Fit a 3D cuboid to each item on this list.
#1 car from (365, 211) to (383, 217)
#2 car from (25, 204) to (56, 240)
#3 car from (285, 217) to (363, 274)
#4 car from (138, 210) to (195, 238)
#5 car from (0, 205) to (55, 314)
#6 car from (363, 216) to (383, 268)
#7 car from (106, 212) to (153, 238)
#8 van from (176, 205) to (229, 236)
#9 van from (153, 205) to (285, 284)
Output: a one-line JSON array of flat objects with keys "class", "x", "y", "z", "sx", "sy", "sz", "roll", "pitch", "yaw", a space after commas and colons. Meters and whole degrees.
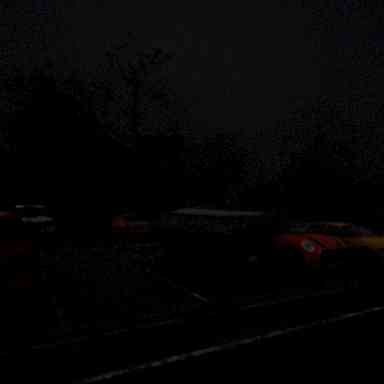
[{"class": "car", "x": 18.854, "y": 2.899, "z": 34.329, "sx": 2.002, "sy": 1.452, "sz": 4.674, "roll": 3, "pitch": -3, "yaw": -28}, {"class": "car", "x": -9.228, "y": 1.747, "z": 19.092, "sx": 2.435, "sy": 2.045, "sz": 5.566, "roll": 1, "pitch": -2, "yaw": -29}, {"class": "car", "x": 3.287, "y": 1.691, "z": 11.998, "sx": 2.185, "sy": 1.767, "sz": 4.553, "roll": 1, "pitch": -2, "yaw": -29}, {"class": "car", "x": -1.969, "y": 2.140, "z": 23.272, "sx": 1.946, "sy": 1.575, "sz": 5.366, "roll": 1, "pitch": -2, "yaw": -28}, {"class": "car", "x": -4.817, "y": 1.424, "z": 7.587, "sx": 2.435, "sy": 2.045, "sz": 5.566, "roll": 1, "pitch": -2, "yaw": -29}, {"class": "car", "x": 5.952, "y": 1.871, "z": 13.197, "sx": 1.946, "sy": 1.575, "sz": 5.366, "roll": 1, "pitch": -2, "yaw": -28}, {"class": "car", "x": -4.307, "y": 2.089, "z": 22.002, "sx": 1.946, "sy": 1.575, "sz": 5.366, "roll": 1, "pitch": -2, "yaw": -29}, {"class": "van", "x": 0.632, "y": 1.970, "z": 24.347, "sx": 1.878, "sy": 1.987, "sz": 4.442, "roll": 1, "pitch": -2, "yaw": -28}, {"class": "van", "x": 0.578, "y": 1.540, "z": 10.626, "sx": 1.878, "sy": 1.987, "sz": 4.442, "roll": 1, "pitch": -2, "yaw": -29}]
